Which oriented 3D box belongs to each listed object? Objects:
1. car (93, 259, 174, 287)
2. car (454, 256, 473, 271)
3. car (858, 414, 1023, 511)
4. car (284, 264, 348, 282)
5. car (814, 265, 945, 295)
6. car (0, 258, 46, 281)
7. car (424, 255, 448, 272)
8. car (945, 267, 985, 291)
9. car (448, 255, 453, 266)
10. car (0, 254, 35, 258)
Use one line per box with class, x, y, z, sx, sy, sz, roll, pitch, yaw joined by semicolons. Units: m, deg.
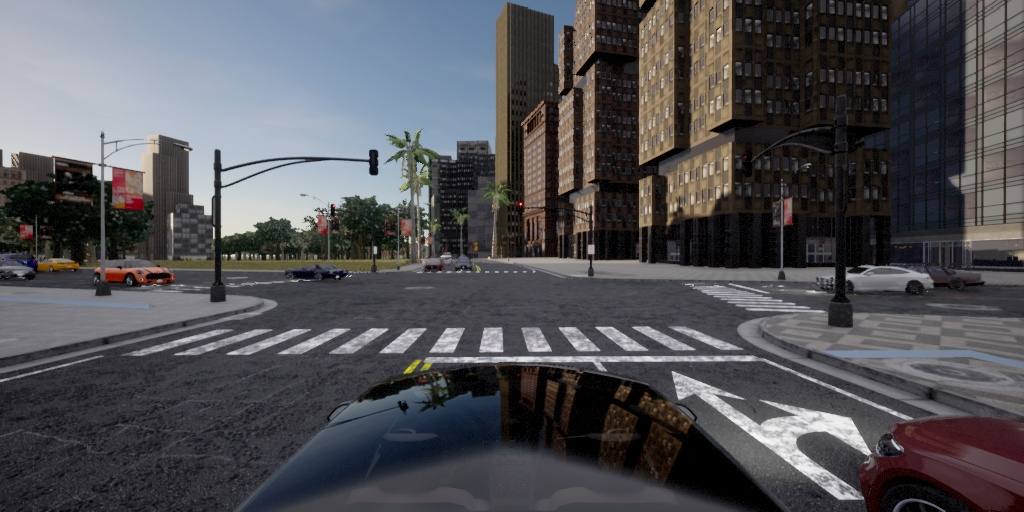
car;-24.574;1.005;23.357;4.553;1.767;2.097;0;0;15
car;-5.551;1.038;41.443;1.994;1.385;4.181;0;1;-6
car;3.266;1.276;0.435;1.812;1.442;4.674;0;0;0
car;-15.125;1.246;27.571;4.718;1.301;1.895;0;0;21
car;18.963;1.220;18.959;4.674;1.442;1.812;0;0;15
car;-38.477;1.111;27.010;4.902;1.511;2.128;0;0;15
car;-8.793;0.957;40.823;1.882;1.535;5.008;0;1;-5
car;23.654;1.230;21.090;5.357;1.411;2.033;0;0;15
car;-10.486;0.901;55.148;1.895;1.301;4.718;0;1;-8
car;-52.695;0.778;37.565;5.566;2.045;2.150;0;0;15
